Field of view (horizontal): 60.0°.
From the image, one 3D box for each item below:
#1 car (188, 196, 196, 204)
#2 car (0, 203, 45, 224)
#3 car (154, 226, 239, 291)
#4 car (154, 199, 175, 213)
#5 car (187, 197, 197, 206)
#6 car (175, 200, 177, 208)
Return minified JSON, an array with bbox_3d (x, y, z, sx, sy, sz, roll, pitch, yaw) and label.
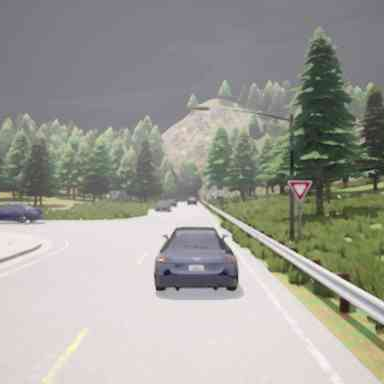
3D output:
[{"bbox_3d":[0.022,1.824,76.837,1.882,1.535,5.008,0,0,0],"label":"car"},{"bbox_3d":[-13.116,1.548,23.973,4.674,1.442,1.812,0,0,-1],"label":"car"},{"bbox_3d":[0.086,1.625,9.177,1.994,1.385,4.181,0,-1,0],"label":"car"},{"bbox_3d":[-3.577,1.785,41.834,1.837,1.490,4.892,0,0,0],"label":"car"},{"bbox_3d":[0.019,1.926,66.458,1.882,1.535,5.008,0,0,0],"label":"car"},{"bbox_3d":[-3.534,1.939,57.997,2.033,1.411,5.357,0,0,1],"label":"car"}]
